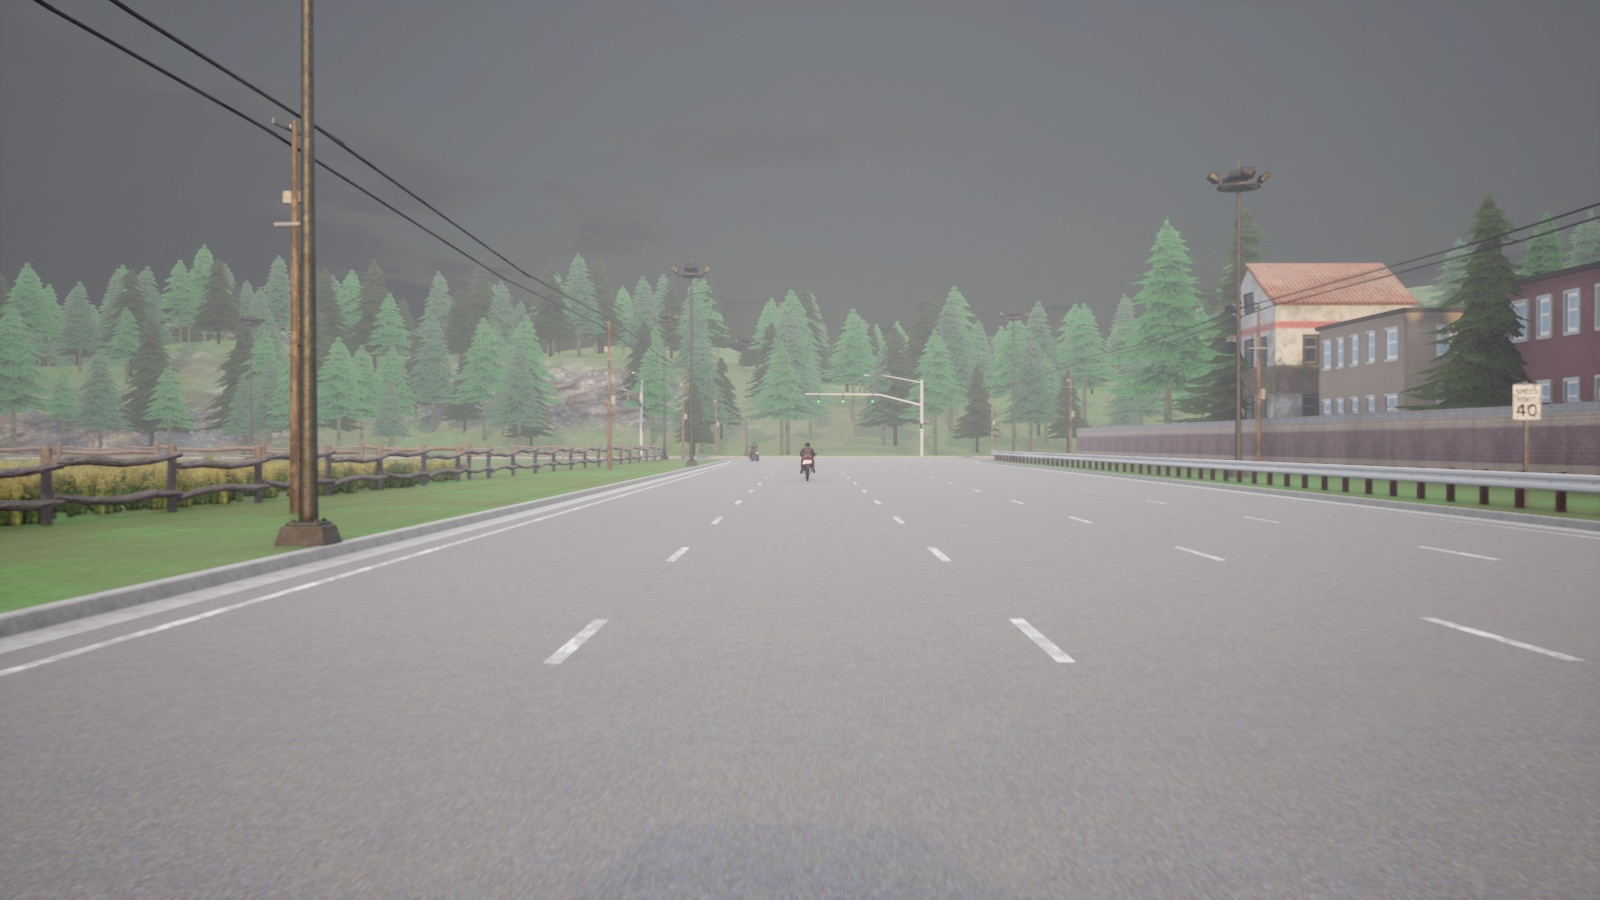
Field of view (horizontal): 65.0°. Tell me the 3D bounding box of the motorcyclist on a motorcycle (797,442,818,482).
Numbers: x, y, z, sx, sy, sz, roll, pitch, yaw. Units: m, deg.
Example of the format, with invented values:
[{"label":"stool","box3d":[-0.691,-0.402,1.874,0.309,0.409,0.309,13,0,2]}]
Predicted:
[{"label":"motorcyclist on a motorcycle","box3d":[0.295,0.453,48.982,0.797,1.523,2.044,0,0,0]}]
